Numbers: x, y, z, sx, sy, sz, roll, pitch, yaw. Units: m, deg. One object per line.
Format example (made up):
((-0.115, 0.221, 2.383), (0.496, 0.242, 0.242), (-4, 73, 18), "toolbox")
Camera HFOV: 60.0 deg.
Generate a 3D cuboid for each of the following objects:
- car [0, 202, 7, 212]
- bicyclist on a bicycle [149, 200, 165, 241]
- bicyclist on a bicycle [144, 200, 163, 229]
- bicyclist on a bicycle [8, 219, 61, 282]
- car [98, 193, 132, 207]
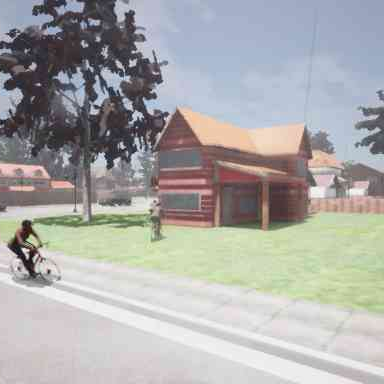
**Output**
((-22.545, 1.564, 36.258), (1.994, 1.385, 4.181), (0, 0, 35), "car")
((-1.534, 1.310, 14.821), (0.582, 1.620, 1.656), (0, -1, 13), "bicyclist on a bicycle")
((-2.294, 1.311, 20.048), (0.582, 1.620, 1.656), (0, -1, 15), "bicyclist on a bicycle")
((-3.869, 1.434, 7.932), (1.656, 1.620, 0.582), (-2, 15, 24), "bicyclist on a bicycle")
((-11.809, 1.223, 51.541), (2.150, 2.045, 5.566), (0, 0, 36), "car")
